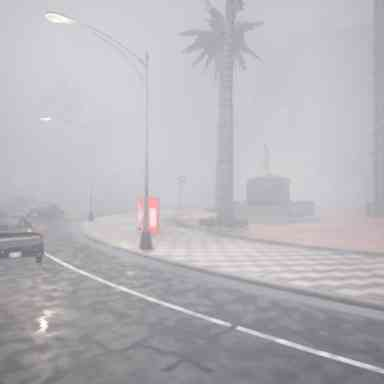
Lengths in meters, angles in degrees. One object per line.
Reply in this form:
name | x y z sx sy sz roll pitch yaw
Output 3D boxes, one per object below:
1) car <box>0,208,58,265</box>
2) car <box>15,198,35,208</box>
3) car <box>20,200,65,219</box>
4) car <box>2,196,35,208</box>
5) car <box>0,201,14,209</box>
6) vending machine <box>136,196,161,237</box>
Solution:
car | -6.374 1.532 11.177 2.128 1.511 4.902 0 0 -37
car | -18.055 1.719 39.431 1.812 1.442 4.674 0 0 17
car | -12.280 1.640 28.041 1.812 1.442 4.674 0 0 -3
car | -21.414 1.475 40.414 2.150 2.045 5.566 0 0 17
car | -15.479 1.646 25.059 1.994 1.385 4.181 0 0 -8
vending machine | -2.367 1.294 18.018 1.100 2.100 0.880 0 0 -29
